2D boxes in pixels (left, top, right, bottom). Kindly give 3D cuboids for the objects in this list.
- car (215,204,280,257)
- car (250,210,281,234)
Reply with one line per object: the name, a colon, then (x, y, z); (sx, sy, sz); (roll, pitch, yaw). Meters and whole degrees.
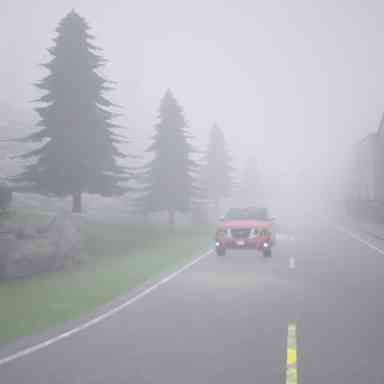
car: (2.596, 1.603, 15.034); (2.150, 2.045, 5.566); (-2, -2, 17)
car: (5.500, 2.116, 24.508); (1.812, 1.442, 4.674); (-2, -2, 17)
